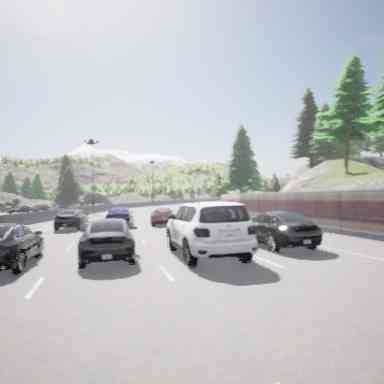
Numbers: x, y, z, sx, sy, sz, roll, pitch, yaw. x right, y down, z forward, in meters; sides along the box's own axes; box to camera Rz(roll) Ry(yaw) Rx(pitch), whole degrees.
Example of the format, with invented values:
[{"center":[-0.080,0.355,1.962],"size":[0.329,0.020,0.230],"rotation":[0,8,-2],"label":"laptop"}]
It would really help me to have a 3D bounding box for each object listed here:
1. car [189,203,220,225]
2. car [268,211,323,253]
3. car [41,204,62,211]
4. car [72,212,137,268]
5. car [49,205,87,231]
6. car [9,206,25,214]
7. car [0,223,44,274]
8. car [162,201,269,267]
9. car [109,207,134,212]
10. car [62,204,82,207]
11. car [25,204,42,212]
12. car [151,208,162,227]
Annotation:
[{"center":[0.997,1.817,28.634],"size":[1.882,1.535,5.008],"rotation":[-2,0,-7],"label":"car"},{"center":[3.613,1.590,14.333],"size":[1.837,1.490,4.892],"rotation":[-1,0,-13],"label":"car"},{"center":[-24.037,2.971,59.275],"size":[2.033,1.411,5.357],"rotation":[-2,-1,5],"label":"car"},{"center":[-3.130,1.753,12.448],"size":[1.837,1.490,4.892],"rotation":[-1,0,-13],"label":"car"},{"center":[-9.215,2.091,25.689],"size":[1.837,1.490,4.892],"rotation":[-2,0,-7],"label":"car"},{"center":[-30.957,3.174,60.528],"size":[2.033,1.411,5.357],"rotation":[-2,-1,6],"label":"car"},{"center":[-6.498,1.834,11.494],"size":[1.837,1.490,4.892],"rotation":[-1,0,-13],"label":"car"},{"center":[0.480,1.368,12.301],"size":[2.150,2.045,5.566],"rotation":[-1,0,-14],"label":"car"},{"center":[-5.905,1.993,27.435],"size":[1.882,1.535,5.008],"rotation":[-2,0,-7],"label":"car"},{"center":[-20.518,2.874,59.267],"size":[2.033,1.411,5.357],"rotation":[-2,-1,6],"label":"car"},{"center":[-27.461,3.032,60.198],"size":[1.837,1.490,4.892],"rotation":[-2,0,5],"label":"car"},{"center":[-2.335,1.977,27.071],"size":[1.994,1.385,4.181],"rotation":[-1,-1,-7],"label":"car"}]
